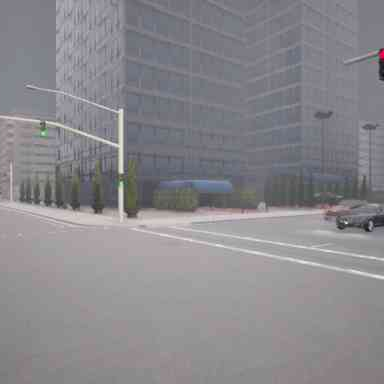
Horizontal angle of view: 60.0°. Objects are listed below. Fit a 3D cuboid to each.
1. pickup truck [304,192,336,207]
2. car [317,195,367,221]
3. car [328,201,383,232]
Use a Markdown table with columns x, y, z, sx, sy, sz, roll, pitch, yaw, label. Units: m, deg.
| x | y | z | sx | sy | sz | roll | pitch | yaw | label |
| --- | --- | --- | --- | --- | --- | --- | --- | --- | --- |
| 18.301 | 1.059 | 46.667 | 6.274 | 2.098 | 2.390 | 0 | 0 | -6 | pickup truck |
| 12.109 | 1.353 | 25.705 | 4.553 | 1.767 | 2.097 | 0 | 0 | -37 | car |
| 10.638 | 1.504 | 20.217 | 4.892 | 1.490 | 1.837 | 0 | 0 | -37 | car |
